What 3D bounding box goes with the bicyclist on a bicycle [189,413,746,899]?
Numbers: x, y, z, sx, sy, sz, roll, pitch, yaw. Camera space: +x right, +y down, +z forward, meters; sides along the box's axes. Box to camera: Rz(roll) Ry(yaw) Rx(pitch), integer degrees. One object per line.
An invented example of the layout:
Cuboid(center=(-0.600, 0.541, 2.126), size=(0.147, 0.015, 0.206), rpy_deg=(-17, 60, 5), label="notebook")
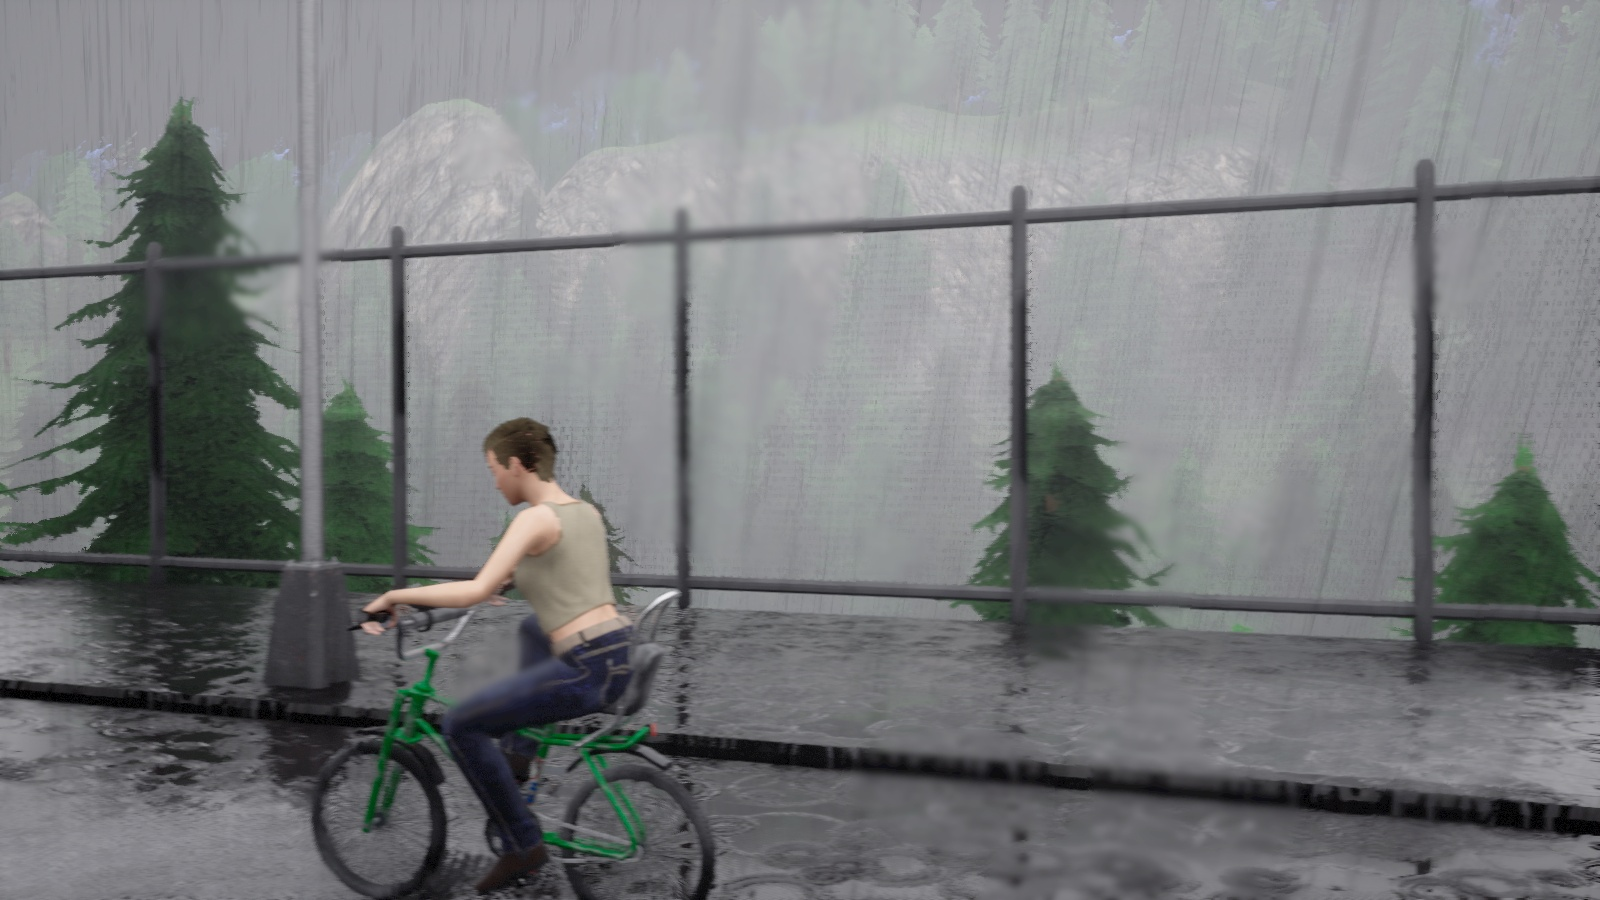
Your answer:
Cuboid(center=(-1.038, 0.694, 4.062), size=(1.509, 1.612, 0.866), rpy_deg=(1, 1, 19), label="bicyclist on a bicycle")
